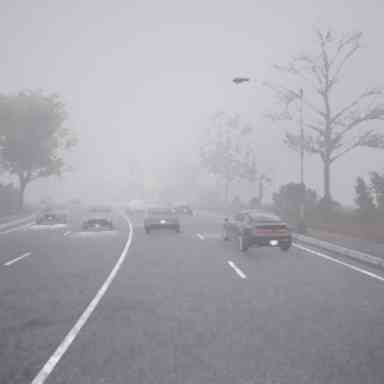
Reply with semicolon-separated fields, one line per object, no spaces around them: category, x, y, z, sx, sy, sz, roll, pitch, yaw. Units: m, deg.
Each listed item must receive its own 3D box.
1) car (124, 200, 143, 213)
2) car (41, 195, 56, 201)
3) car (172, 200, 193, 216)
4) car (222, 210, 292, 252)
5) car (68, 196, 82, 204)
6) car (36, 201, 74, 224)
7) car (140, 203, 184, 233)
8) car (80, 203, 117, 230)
car;-6.300;1.563;37.043;1.812;1.442;4.674;0;0;-18
car;-27.184;1.445;62.946;2.097;1.767;4.553;0;0;-35
car;-1.233;1.550;32.520;1.812;1.442;4.674;0;0;-15
car;2.543;1.505;13.922;1.837;1.490;4.892;0;0;-7
car;-21.246;1.574;60.220;1.837;1.490;4.892;0;0;-31
car;-10.316;1.601;25.011;1.994;1.385;4.181;0;0;-14
car;-1.918;1.580;19.996;1.994;1.385;4.181;0;0;-10
car;-5.953;1.574;21.764;2.033;1.411;5.357;0;0;-11
